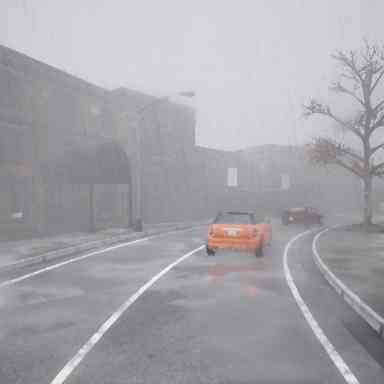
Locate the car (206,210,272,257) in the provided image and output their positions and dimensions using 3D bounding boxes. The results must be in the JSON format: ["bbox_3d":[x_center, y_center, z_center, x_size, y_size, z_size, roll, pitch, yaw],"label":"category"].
[{"bbox_3d":[2.098,1.507,13.816,2.097,1.767,4.553,0,-1,18],"label":"car"}]

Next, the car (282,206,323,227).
[{"bbox_3d":[8.861,1.877,26.467,1.882,1.535,5.008,0,-1,38],"label":"car"}]
